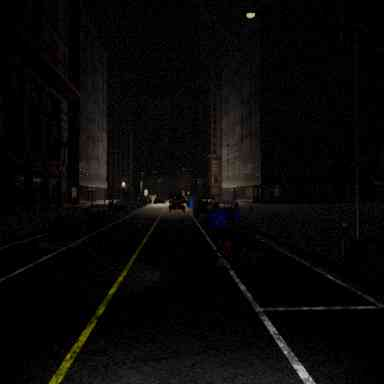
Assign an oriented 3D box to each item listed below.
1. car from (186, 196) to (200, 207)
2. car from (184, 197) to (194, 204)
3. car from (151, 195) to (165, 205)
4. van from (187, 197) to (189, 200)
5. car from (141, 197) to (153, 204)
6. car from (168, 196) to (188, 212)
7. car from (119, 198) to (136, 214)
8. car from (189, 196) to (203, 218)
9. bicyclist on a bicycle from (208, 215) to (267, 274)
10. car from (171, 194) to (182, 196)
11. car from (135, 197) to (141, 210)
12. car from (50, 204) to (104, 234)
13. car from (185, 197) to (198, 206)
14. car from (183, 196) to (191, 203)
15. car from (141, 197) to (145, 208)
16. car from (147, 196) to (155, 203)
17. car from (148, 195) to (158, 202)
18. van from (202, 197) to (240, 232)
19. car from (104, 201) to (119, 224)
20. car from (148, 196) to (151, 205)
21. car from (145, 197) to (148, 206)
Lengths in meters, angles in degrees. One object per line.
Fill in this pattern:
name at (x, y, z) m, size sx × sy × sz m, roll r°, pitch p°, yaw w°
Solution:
car at (0.136, 1.523, 52.532) m, size 1.967 × 1.590 × 4.097 m, roll 1°, pitch 0°, yaw -3°
car at (-0.683, 1.739, 68.889) m, size 1.802 × 1.307 × 4.206 m, roll 0°, pitch 0°, yaw -3°
car at (-6.085, 1.688, 62.040) m, size 1.994 × 1.385 × 4.181 m, roll 0°, pitch 0°, yaw -2°
van at (0.410, 1.406, 47.079) m, size 1.690 × 1.788 × 3.998 m, roll 1°, pitch 0°, yaw -3°
car at (-9.197, 1.724, 68.468) m, size 1.947 × 1.339 × 4.313 m, roll 1°, pitch 0°, yaw -3°
car at (-1.790, 1.571, 39.353) m, size 1.812 × 1.442 × 4.674 m, roll 0°, pitch 0°, yaw -3°
car at (-7.562, 1.589, 35.753) m, size 2.008 × 1.369 × 4.403 m, roll 1°, pitch 0°, yaw -3°
car at (1.228, 1.342, 30.719) m, size 2.192 × 1.841 × 5.009 m, roll 1°, pitch 0°, yaw -3°
bicyclist on a bicycle at (1.232, 1.449, 9.124) m, size 1.656 × 1.620 × 0.582 m, roll -2°, pitch 0°, yaw -3°
car at (-2.296, 1.295, 49.613) m, size 2.150 × 2.045 × 5.566 m, roll 0°, pitch 0°, yaw -3°
car at (-7.834, 1.601, 41.206) m, size 2.008 × 1.369 × 4.403 m, roll 1°, pitch 0°, yaw -3°
car at (-6.744, 1.556, 19.395) m, size 1.887 × 1.381 × 4.507 m, roll 1°, pitch 0°, yaw -3°
car at (-0.137, 1.650, 57.984) m, size 1.887 × 1.381 × 4.507 m, roll 1°, pitch 0°, yaw -3°
car at (-1.227, 1.768, 79.795) m, size 1.887 × 1.381 × 4.507 m, roll 0°, pitch 0°, yaw -3°
car at (-8.105, 1.506, 46.659) m, size 1.967 × 1.590 × 4.097 m, roll 1°, pitch 0°, yaw -3°
car at (-9.733, 1.748, 79.203) m, size 1.752 × 1.417 × 4.829 m, roll 0°, pitch 0°, yaw -3°
car at (-10.012, 1.575, 84.827) m, size 2.192 × 1.841 × 5.009 m, roll 0°, pitch 0°, yaw -3°
van at (1.773, 1.352, 19.811) m, size 1.690 × 1.788 × 3.998 m, roll 1°, pitch 0°, yaw -3°
car at (-7.017, 1.569, 24.847) m, size 2.008 × 1.369 × 4.403 m, roll 1°, pitch 0°, yaw -3°
car at (-8.652, 1.688, 57.563) m, size 1.802 × 1.307 × 4.206 m, roll 1°, pitch 0°, yaw -3°
car at (-8.379, 1.629, 52.111) m, size 1.887 × 1.381 × 4.507 m, roll 1°, pitch 0°, yaw -3°
